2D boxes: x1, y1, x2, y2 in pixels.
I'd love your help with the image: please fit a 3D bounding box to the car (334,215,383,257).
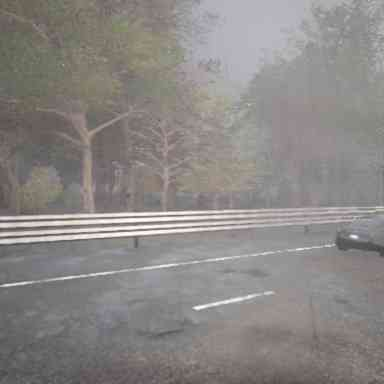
[{"bbox_3d":[7.599,1.619,13.178,4.181,1.385,1.994,1,0,-32],"label":"car"}]
